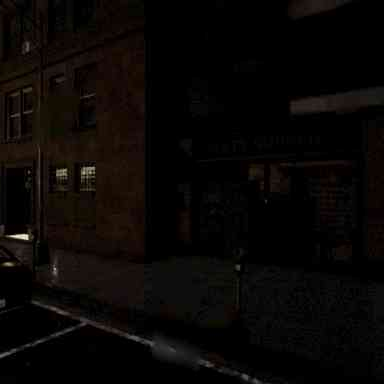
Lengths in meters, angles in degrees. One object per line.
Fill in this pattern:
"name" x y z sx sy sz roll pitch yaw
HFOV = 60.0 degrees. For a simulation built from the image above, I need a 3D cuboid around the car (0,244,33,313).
"car" -4.851 1.551 6.529 4.403 1.369 2.008 0 0 35
